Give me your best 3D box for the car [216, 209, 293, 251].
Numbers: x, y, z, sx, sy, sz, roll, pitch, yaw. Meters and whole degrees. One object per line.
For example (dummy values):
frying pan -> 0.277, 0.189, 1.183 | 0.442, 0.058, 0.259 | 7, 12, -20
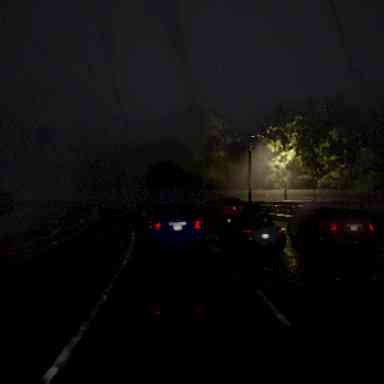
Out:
car -> 2.595, 1.703, 14.944 | 1.994, 1.385, 4.181 | 0, 0, -8

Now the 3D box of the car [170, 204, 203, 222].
car -> -0.558, 1.849, 30.376 | 1.994, 1.385, 4.181 | 0, -1, -16

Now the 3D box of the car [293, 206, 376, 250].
car -> 6.098, 1.487, 15.174 | 2.097, 1.767, 4.553 | 0, -1, -7

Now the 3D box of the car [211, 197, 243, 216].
car -> 2.901, 1.504, 31.028 | 2.150, 2.045, 5.566 | 0, 0, -15

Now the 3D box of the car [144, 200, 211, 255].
car -> -0.834, 1.351, 14.224 | 2.150, 2.045, 5.566 | 0, 0, -7

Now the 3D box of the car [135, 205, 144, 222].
car -> -3.840, 1.824, 29.138 | 2.033, 1.411, 5.357 | 0, -1, -15
